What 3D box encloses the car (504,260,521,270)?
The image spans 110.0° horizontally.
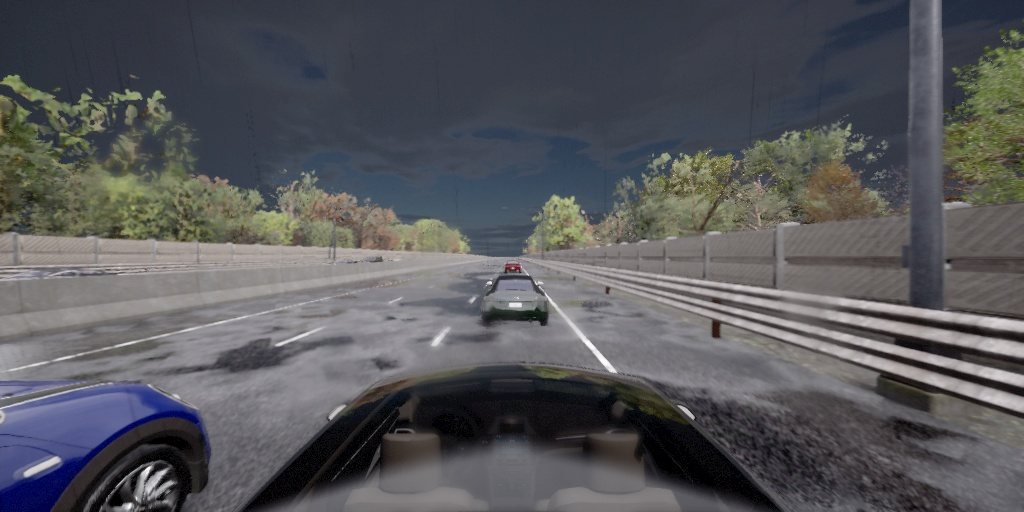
[{"bbox_3d":[0.089,1.235,43.566,1.882,1.535,5.008,0,0,0],"label":"car"}]

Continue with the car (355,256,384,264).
[{"bbox_3d":[-21.017,1.069,53.894,2.150,2.045,5.566,0,0,0],"label":"car"}]

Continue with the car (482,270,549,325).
[{"bbox_3d":[0.097,1.316,11.854,1.994,1.385,4.181,0,0,0],"label":"car"}]

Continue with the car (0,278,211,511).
[{"bbox_3d":[-3.400,1.102,0.895,2.097,1.767,4.553,0,0,0],"label":"car"}]

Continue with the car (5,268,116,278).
[{"bbox_3d":[-17.603,1.243,13.661,2.128,1.511,4.902,0,0,0],"label":"car"}]

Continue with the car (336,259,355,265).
[{"bbox_3d":[-24.520,1.252,53.579,2.128,1.511,4.902,0,0,0],"label":"car"}]
